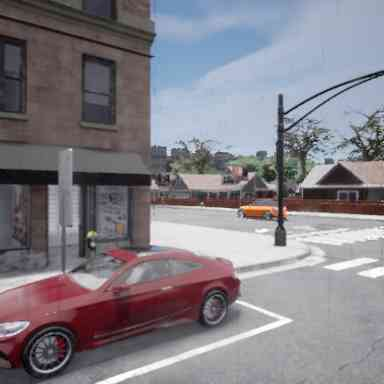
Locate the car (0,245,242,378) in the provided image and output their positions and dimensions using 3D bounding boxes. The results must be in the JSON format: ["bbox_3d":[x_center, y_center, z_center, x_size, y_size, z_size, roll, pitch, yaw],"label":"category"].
[{"bbox_3d":[-1.025,1.587,5.458,4.206,1.307,1.802,0,0,-36],"label":"car"}]

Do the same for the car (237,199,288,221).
[{"bbox_3d":[6.111,1.514,29.423,2.097,1.767,4.553,0,0,-35],"label":"car"}]
